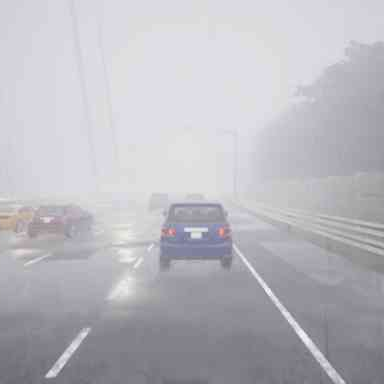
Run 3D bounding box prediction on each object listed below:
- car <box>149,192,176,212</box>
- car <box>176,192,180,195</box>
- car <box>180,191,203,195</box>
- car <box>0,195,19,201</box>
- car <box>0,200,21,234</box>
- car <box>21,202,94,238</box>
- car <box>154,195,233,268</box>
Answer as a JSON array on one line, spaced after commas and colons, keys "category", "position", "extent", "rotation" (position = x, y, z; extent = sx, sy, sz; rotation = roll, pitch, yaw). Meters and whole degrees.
[{"category": "car", "position": [-3.333, 1.057, 36.396], "extent": [2.150, 2.045, 5.566], "rotation": [0, 1, 0]}, {"category": "car", "position": [-3.003, 0.741, 66.098], "extent": [2.097, 1.767, 4.553], "rotation": [0, 1, 1]}, {"category": "car", "position": [0.233, 1.122, 31.874], "extent": [2.150, 2.045, 5.566], "rotation": [0, 1, 0]}, {"category": "car", "position": [-27.756, 1.161, 49.912], "extent": [1.812, 1.442, 4.674], "rotation": [0, 1, 1]}, {"category": "car", "position": [-10.341, 1.496, 19.652], "extent": [1.882, 1.535, 5.008], "rotation": [0, 0, 0]}, {"category": "car", "position": [-6.849, 1.380, 17.887], "extent": [2.097, 1.767, 4.553], "rotation": [0, 0, 0]}, {"category": "car", "position": [0.125, 1.262, 11.640], "extent": [2.150, 2.045, 5.566], "rotation": [0, 0, 0]}]
